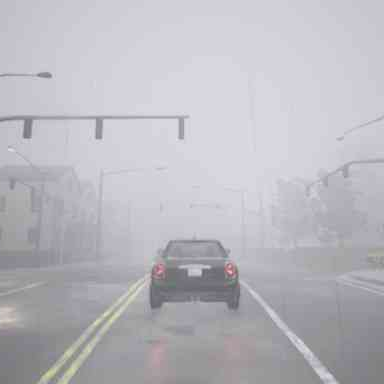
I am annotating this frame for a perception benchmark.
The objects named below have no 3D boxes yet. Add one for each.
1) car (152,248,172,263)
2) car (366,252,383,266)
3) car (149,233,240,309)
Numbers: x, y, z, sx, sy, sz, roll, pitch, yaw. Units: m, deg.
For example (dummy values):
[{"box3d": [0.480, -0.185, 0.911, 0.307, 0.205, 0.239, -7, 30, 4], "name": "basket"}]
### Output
[{"box3d": [-3.614, 7.845, 41.244, 2.097, 1.767, 4.553, 0, -11, 0], "name": "car"}, {"box3d": [16.490, 5.136, 26.449, 5.008, 1.535, 1.882, 0, -11, 1], "name": "car"}, {"box3d": [0.062, 2.039, 9.536, 2.097, 1.767, 4.553, 0, -6, 0], "name": "car"}]
